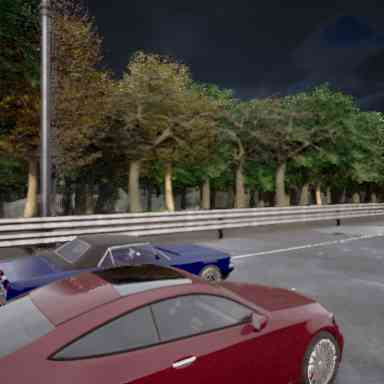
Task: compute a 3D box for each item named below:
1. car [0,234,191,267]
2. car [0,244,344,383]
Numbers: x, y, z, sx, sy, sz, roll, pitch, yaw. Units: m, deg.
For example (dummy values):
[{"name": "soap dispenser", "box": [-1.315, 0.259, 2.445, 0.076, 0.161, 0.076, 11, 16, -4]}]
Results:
[{"name": "car", "box": [-1.358, 1.572, 7.071, 4.718, 1.301, 1.895, 1, 0, -35]}, {"name": "car", "box": [-0.341, 1.524, 3.503, 4.674, 1.442, 1.812, 0, 0, -35]}]
